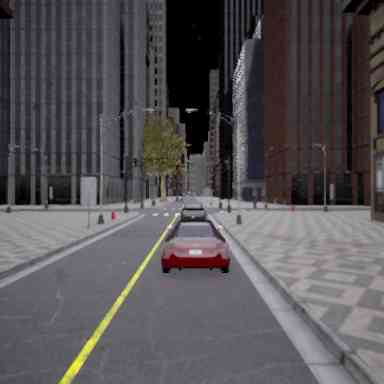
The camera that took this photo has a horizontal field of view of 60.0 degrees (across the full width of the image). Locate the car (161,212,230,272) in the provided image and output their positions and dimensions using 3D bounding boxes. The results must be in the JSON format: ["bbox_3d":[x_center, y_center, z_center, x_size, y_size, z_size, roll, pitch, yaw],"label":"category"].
[{"bbox_3d":[0.100,1.584,10.918,1.994,1.385,4.181,0,0,0],"label":"car"}]

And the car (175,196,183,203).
[{"bbox_3d":[-2.982,1.739,78.454,1.812,1.442,4.674,0,0,0],"label":"car"}]

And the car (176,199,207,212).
[{"bbox_3d":[0.104,1.546,25.263,2.128,1.511,4.902,0,0,0],"label":"car"}]
